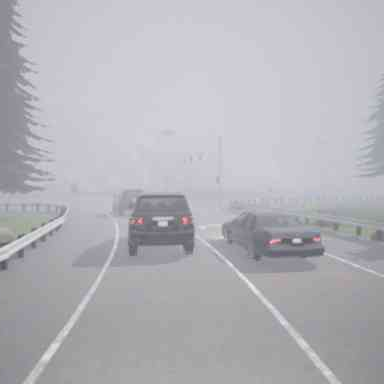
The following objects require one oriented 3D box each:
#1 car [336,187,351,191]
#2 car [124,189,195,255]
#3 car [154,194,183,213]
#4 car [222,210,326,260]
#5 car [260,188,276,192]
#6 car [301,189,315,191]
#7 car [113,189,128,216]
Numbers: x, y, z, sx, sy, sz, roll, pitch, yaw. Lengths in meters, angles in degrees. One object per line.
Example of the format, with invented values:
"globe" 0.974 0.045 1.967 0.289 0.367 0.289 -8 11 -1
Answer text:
"car" 39.451 -0.316 86.868 5.566 2.045 2.150 -1 1 -42
"car" -1.222 1.007 12.617 2.150 2.045 5.566 0 1 -8
"car" -2.249 0.989 30.796 1.837 1.490 4.892 -1 2 -14
"car" 2.494 1.345 11.596 2.033 1.411 5.357 0 1 -9
"car" 19.477 -0.131 85.698 4.553 1.767 2.097 -1 1 -27
"car" 26.983 0.133 77.830 4.892 1.490 1.837 -1 1 -27
"car" -5.135 0.767 27.280 2.150 2.045 5.566 0 1 -20
